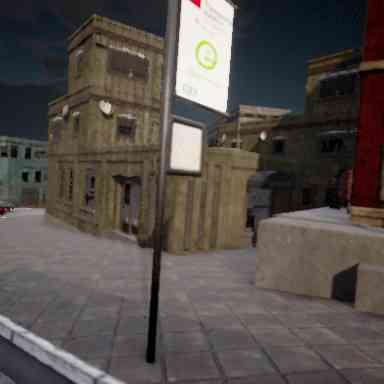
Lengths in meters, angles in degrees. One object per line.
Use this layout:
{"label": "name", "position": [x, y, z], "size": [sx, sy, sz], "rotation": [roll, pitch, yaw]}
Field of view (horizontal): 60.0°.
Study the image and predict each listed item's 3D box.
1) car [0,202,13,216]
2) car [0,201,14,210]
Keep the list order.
{"label": "car", "position": [-21.958, 2.050, 36.408], "size": [1.895, 1.301, 4.718], "rotation": [4, -2, -6]}
{"label": "car", "position": [-25.668, 1.962, 44.065], "size": [1.837, 1.490, 4.892], "rotation": [4, -2, 4]}
